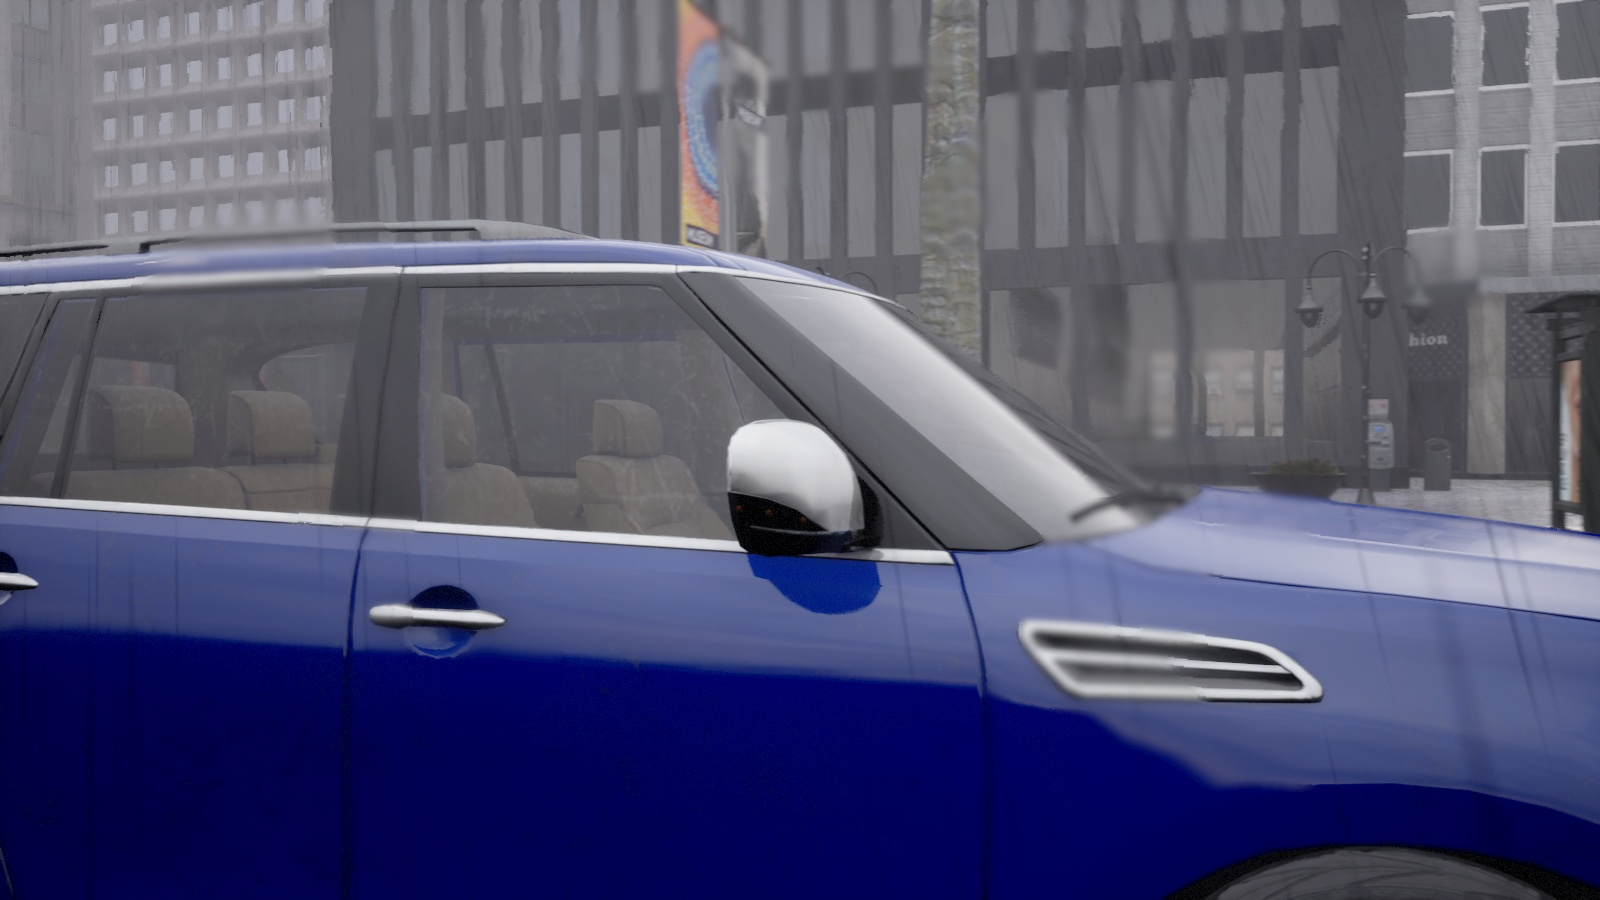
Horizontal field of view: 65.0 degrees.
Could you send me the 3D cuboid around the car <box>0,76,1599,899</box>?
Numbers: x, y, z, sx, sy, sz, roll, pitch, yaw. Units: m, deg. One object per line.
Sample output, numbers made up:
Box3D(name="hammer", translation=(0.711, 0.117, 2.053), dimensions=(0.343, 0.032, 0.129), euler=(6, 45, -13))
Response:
Box3D(name="car", translation=(-0.465, 0.490, 3.345), dimensions=(5.566, 2.045, 2.150), euler=(1, 1, 19))
